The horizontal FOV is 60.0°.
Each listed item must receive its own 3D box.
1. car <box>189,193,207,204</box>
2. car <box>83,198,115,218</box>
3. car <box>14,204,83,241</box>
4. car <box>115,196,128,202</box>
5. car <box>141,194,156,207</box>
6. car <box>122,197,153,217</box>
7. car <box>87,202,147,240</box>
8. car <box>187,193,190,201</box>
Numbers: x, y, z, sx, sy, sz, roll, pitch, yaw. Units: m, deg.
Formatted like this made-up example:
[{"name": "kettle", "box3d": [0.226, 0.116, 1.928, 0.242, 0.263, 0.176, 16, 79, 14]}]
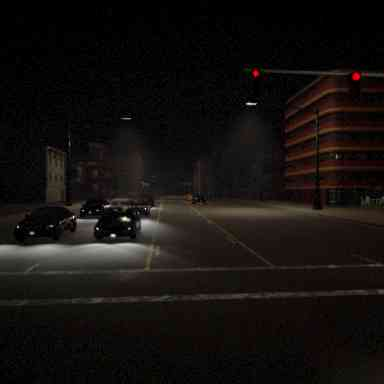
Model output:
[{"name": "car", "box3d": [1.015, 1.008, 48.153, 1.812, 1.442, 4.674, 0, 1, -4]}, {"name": "car", "box3d": [-8.029, 1.303, 27.890, 1.837, 1.490, 4.892, 0, 1, -5]}, {"name": "car", "box3d": [-7.100, 1.471, 16.628, 1.812, 1.442, 4.674, 0, 1, -5]}, {"name": "car", "box3d": [-9.305, 1.147, 44.006, 1.895, 1.301, 4.718, 0, 1, -4]}, {"name": "car", "box3d": [-5.586, 1.093, 41.277, 1.837, 1.490, 4.892, 0, 1, -4]}, {"name": "car", "box3d": [-4.566, 1.392, 28.440, 1.895, 1.301, 4.718, 0, 1, -5]}, {"name": "car", "box3d": [-3.649, 1.483, 17.146, 2.033, 1.411, 5.357, 0, 1, -5]}, {"name": "car", "box3d": [0.155, 0.825, 58.073, 1.882, 1.535, 5.008, 0, 0, -5]}]
